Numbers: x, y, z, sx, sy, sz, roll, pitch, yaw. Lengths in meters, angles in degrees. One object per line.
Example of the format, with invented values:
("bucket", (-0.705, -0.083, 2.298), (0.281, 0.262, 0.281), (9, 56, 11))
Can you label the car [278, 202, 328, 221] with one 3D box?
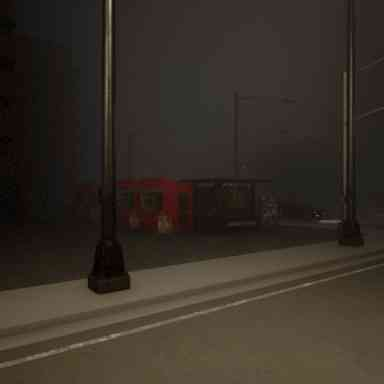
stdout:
("car", (9.389, 1.630, 29.110), (1.837, 1.490, 4.892), (0, -1, -36))
